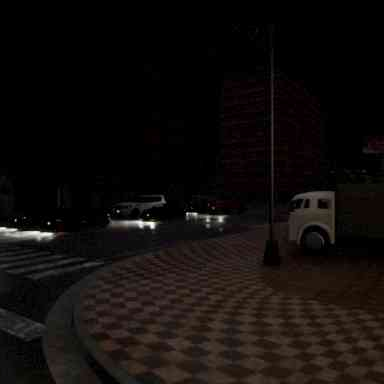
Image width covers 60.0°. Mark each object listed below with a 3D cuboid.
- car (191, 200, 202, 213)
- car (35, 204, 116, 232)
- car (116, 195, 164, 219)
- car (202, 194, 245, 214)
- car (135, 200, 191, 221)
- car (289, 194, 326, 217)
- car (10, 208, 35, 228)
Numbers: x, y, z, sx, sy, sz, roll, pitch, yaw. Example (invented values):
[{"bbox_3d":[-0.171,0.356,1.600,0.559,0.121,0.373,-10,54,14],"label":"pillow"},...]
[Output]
[{"bbox_3d":[1.178,1.640,38.540,1.994,1.385,4.181,0,0,37],"label":"car"},{"bbox_3d":[-7.185,1.636,20.913,1.994,1.385,4.181,0,0,34],"label":"car"},{"bbox_3d":[-4.659,1.297,30.470,2.150,2.045,5.566,0,0,36],"label":"car"},{"bbox_3d":[3.820,1.294,36.242,2.150,2.045,5.566,0,0,36],"label":"car"},{"bbox_3d":[-2.298,1.636,27.736,1.994,1.385,4.181,0,0,36],"label":"car"},{"bbox_3d":[12.712,1.421,36.331,2.097,1.767,4.553,0,0,36],"label":"car"},{"bbox_3d":[-10.100,1.640,22.867,1.994,1.385,4.181,0,0,36],"label":"car"}]
